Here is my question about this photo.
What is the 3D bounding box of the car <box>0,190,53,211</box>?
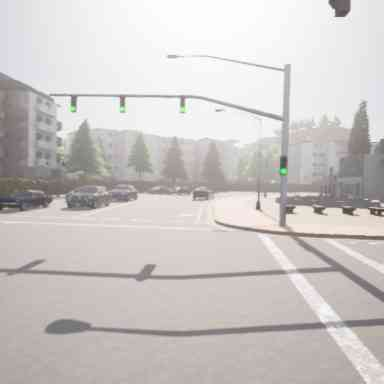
[{"bbox_3d":[-11.719,0.556,23.402,1.895,1.301,4.718,1,2,3],"label":"car"}]

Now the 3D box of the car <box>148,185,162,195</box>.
[{"bbox_3d":[-5.140,-0.336,53.076,1.812,1.442,4.674,2,2,29],"label":"car"}]

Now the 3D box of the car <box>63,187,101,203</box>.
[{"bbox_3d":[-10.897,0.217,33.249,1.994,1.385,4.181,2,2,6],"label":"car"}]

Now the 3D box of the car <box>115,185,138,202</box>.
[{"bbox_3d":[-7.220,0.035,34.907,2.097,1.767,4.553,2,2,8],"label":"car"}]

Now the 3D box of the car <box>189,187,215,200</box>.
[{"bbox_3d":[1.534,0.160,41.918,1.837,1.490,4.892,1,2,17],"label":"car"}]

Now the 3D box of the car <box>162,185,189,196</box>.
[{"bbox_3d":[-1.943,-0.250,51.685,2.128,1.511,4.902,2,2,29],"label":"car"}]

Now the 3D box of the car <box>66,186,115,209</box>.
[{"bbox_3d":[-8.017,0.303,26.139,2.097,1.767,4.553,1,2,4],"label":"car"}]
